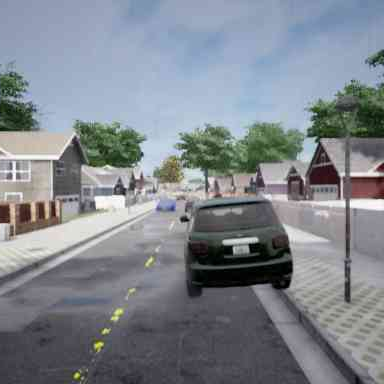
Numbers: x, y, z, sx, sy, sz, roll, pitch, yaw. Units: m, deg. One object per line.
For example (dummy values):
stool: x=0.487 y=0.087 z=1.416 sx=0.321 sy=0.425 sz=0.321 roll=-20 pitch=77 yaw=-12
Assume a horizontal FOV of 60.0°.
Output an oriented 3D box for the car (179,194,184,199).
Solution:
car: x=-2.491 y=1.269 z=78.142 sx=2.033 sy=1.411 sz=5.357 roll=0 pitch=0 yaw=0

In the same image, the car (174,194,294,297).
car: x=0.902 y=1.126 z=8.672 sx=2.150 sy=2.045 sz=5.566 roll=-5 pitch=0 yaw=0

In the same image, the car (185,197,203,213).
car: x=0.189 y=1.389 z=36.233 sx=1.837 sy=1.490 sz=4.892 roll=0 pitch=0 yaw=0

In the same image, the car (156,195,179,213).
car: x=-2.733 y=1.364 z=35.545 sx=1.882 sy=1.535 sz=5.008 roll=0 pitch=0 yaw=0

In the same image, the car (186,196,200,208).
car: x=0.182 y=1.323 z=46.600 sx=1.882 sy=1.535 sz=5.008 roll=0 pitch=0 yaw=1
